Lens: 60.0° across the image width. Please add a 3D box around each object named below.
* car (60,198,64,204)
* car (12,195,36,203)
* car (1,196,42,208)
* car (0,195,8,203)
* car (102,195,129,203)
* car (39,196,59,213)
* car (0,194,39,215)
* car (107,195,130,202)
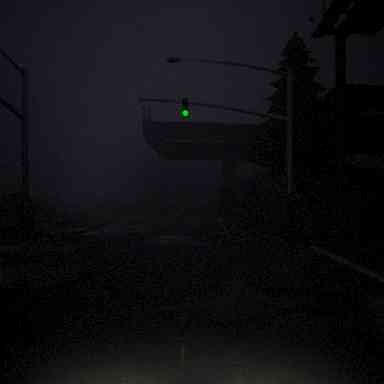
[{"bbox_3d":[-23.343,1.371,55.838,3.633,1.501,1.845,0,0,0],"label":"car"},{"bbox_3d":[-34.257,1.459,67.901,3.806,1.475,1.970,0,0,0],"label":"car"},{"bbox_3d":[-23.449,1.350,45.845,4.514,1.523,2.007,0,0,0],"label":"car"},{"bbox_3d":[-41.658,1.464,70.929,3.633,1.501,1.845,0,0,0],"label":"car"},{"bbox_3d":[-15.593,1.366,67.634,5.027,1.636,2.152,0,0,0],"label":"car"},{"bbox_3d":[-15.761,1.396,33.377,3.806,1.475,1.970,0,0,0],"label":"car"},{"bbox_3d":[-16.394,1.114,30.057,3.866,1.878,1.905,0,0,0],"label":"car"},{"bbox_3d":[-15.625,1.375,70.771,4.514,1.523,2.007,0,0,0],"label":"car"}]
